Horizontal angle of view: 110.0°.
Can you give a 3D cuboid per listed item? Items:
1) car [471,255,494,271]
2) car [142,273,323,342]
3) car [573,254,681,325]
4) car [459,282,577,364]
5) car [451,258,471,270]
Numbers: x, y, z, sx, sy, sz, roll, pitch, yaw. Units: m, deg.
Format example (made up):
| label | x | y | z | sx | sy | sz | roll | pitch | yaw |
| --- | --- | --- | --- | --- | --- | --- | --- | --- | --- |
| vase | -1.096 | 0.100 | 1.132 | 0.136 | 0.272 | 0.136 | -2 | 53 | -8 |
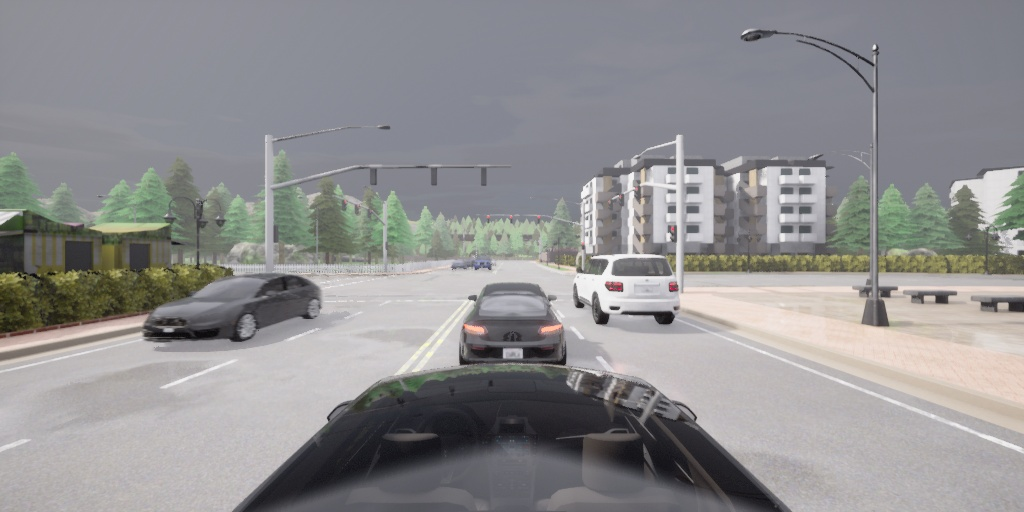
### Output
| label | x | y | z | sx | sy | sz | roll | pitch | yaw |
| --- | --- | --- | --- | --- | --- | --- | --- | --- | --- |
| car | -3.994 | 0.959 | 49.715 | 2.150 | 2.045 | 5.566 | 0 | 0 | -1 |
| car | -7.066 | 1.255 | 9.785 | 1.837 | 1.490 | 4.892 | 0 | 0 | 0 |
| car | 3.493 | 0.970 | 11.956 | 2.150 | 2.045 | 5.566 | 0 | 0 | 0 |
| car | 0.011 | 1.275 | 7.593 | 1.812 | 1.442 | 4.674 | 0 | 0 | 0 |
| car | -7.469 | 1.266 | 51.204 | 1.812 | 1.442 | 4.674 | 0 | 0 | 0 |
